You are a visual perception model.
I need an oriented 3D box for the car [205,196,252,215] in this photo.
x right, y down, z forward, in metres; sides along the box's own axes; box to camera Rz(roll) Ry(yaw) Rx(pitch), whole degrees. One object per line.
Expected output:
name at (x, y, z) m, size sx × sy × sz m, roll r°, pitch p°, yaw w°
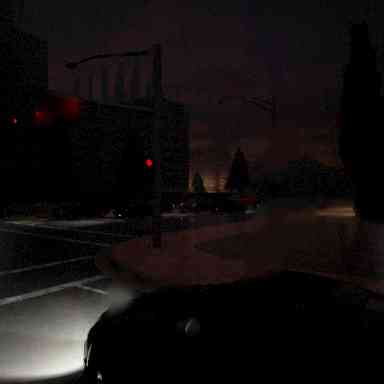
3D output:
car at (3.888, 1.491, 34.569) m, size 2.128 × 1.511 × 4.902 m, roll 0°, pitch 0°, yaw 36°

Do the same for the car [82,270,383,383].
car at (0.785, 1.564, 3.441) m, size 4.181 × 1.385 × 1.994 m, roll 0°, pitch 0°, yaw 35°

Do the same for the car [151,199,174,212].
car at (-3.923, 1.505, 36.063) m, size 1.837 × 1.490 × 4.892 m, roll 0°, pitch 0°, yaw 36°

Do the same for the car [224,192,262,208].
car at (6.993, 1.213, 45.121) m, size 2.150 × 2.045 × 5.566 m, roll 0°, pitch 1°, yaw 36°

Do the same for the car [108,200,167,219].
car at (-4.641, 1.601, 29.119) m, size 1.895 × 1.301 × 4.718 m, roll 0°, pitch 0°, yaw 36°

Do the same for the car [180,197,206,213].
car at (0.679, 1.352, 36.447) m, size 2.097 × 1.767 × 4.553 m, roll 0°, pitch 0°, yaw 36°

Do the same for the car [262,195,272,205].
car at (11.588, 1.593, 57.248) m, size 1.994 × 1.385 × 4.181 m, roll 0°, pitch 0°, yaw 36°

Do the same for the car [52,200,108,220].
car at (-9.444, 1.478, 28.478) m, size 1.882 × 1.535 × 5.008 m, roll 0°, pitch 0°, yaw 36°
